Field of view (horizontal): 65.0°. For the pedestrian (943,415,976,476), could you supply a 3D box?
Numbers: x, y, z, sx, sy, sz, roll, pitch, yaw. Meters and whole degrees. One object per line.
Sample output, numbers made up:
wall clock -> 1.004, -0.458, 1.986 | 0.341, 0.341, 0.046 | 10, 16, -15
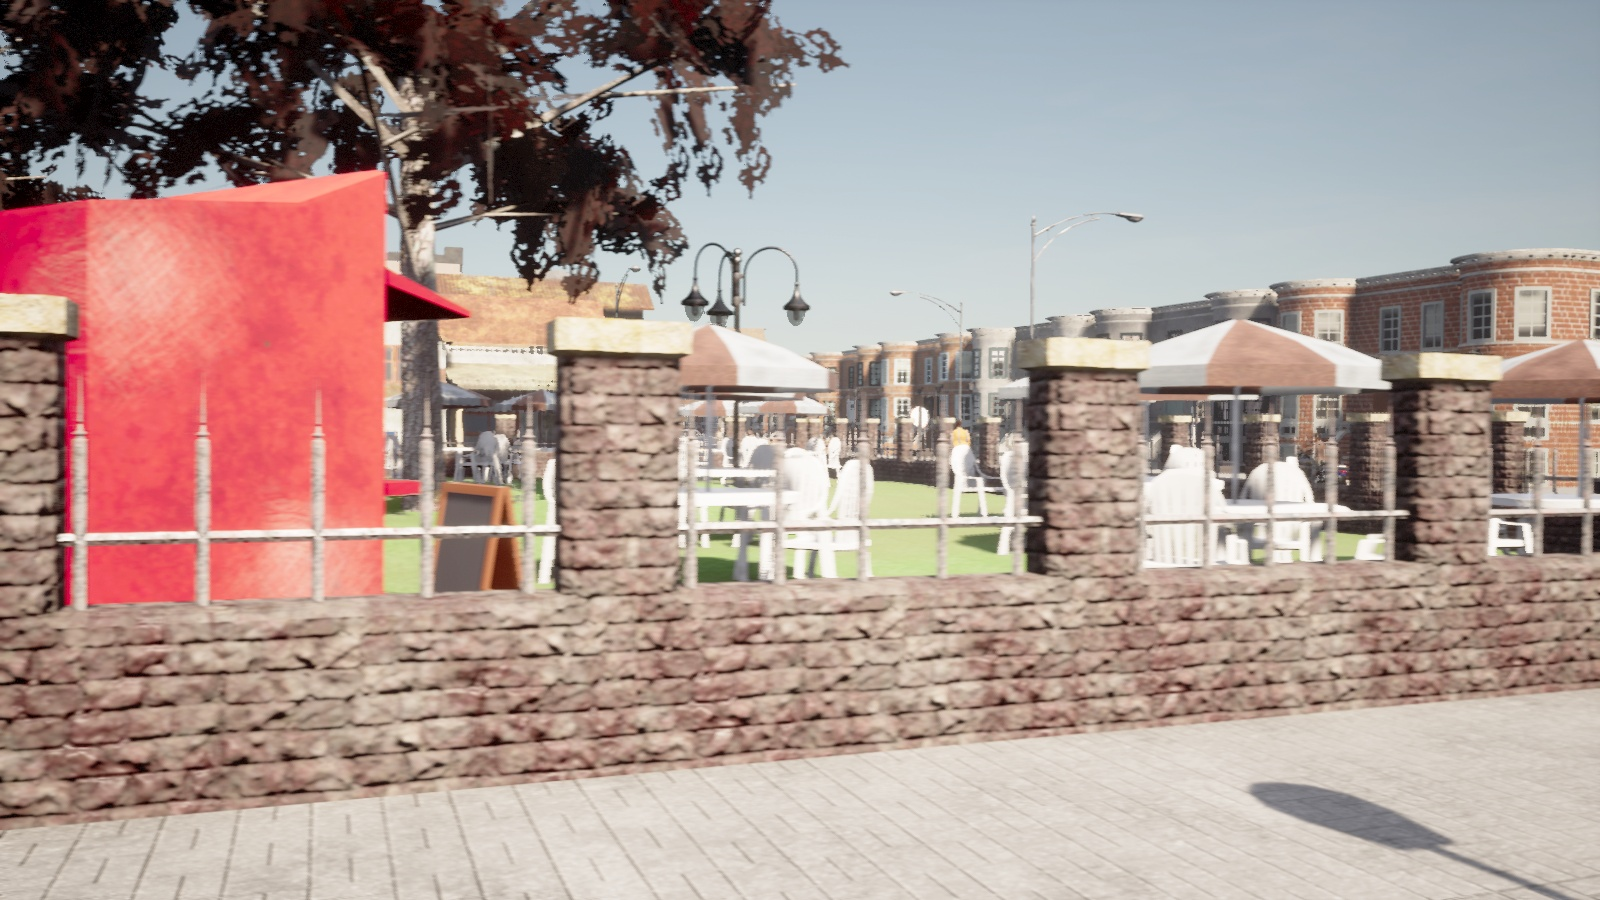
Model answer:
pedestrian -> 4.938, -0.150, 38.907 | 0.874, 1.855, 0.900 | -1, 1, -3

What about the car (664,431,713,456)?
car -> -6.854, -0.414, 76.889 | 1.970, 1.475, 3.806 | -1, 1, -21

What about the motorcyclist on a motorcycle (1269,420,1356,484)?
motorcyclist on a motorcycle -> 13.751, 0.050, 33.757 | 0.766, 1.649, 2.350 | -1, 1, -21
